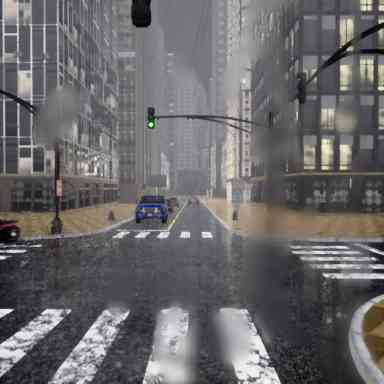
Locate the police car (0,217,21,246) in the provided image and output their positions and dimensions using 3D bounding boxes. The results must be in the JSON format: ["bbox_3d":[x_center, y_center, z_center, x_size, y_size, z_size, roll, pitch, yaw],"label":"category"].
[{"bbox_3d":[-9.454,1.423,12.867,5.238,1.638,1.930,0,1,1],"label":"police car"}]

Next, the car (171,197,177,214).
[{"bbox_3d":[-2.942,1.490,35.827,1.882,1.535,5.008,0,0,0],"label":"car"}]

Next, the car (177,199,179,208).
[{"bbox_3d":[-2.865,1.551,49.882,1.812,1.442,4.674,0,0,1],"label":"car"}]

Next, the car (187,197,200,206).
[{"bbox_3d":[0.234,1.522,55.007,2.128,1.511,4.902,0,0,0],"label":"car"}]

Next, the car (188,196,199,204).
[{"bbox_3d":[0.279,1.592,65.424,2.033,1.411,5.357,0,0,0],"label":"car"}]

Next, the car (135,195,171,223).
[{"bbox_3d":[-2.992,1.226,25.609,2.150,2.045,5.566,0,0,-2],"label":"car"}]
